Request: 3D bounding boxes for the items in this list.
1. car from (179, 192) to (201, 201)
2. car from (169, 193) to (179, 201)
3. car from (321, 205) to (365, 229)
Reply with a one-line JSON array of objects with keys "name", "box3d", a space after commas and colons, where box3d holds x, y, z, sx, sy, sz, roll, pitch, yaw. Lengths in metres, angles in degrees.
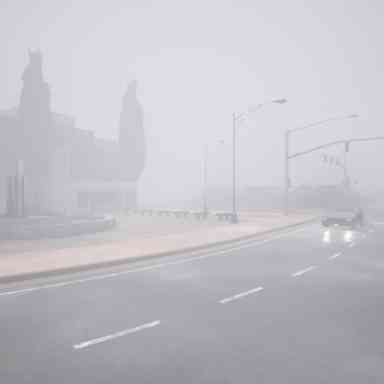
[{"name": "car", "box3d": [-0.470, 1.395, 75.472, 1.970, 1.475, 3.806, 0, 0, 36]}, {"name": "car", "box3d": [-2.795, 1.156, 77.198, 1.905, 1.878, 3.866, 0, 0, 36]}, {"name": "car", "box3d": [10.037, 1.548, 21.822, 2.033, 1.411, 5.357, 0, 0, 35]}]
